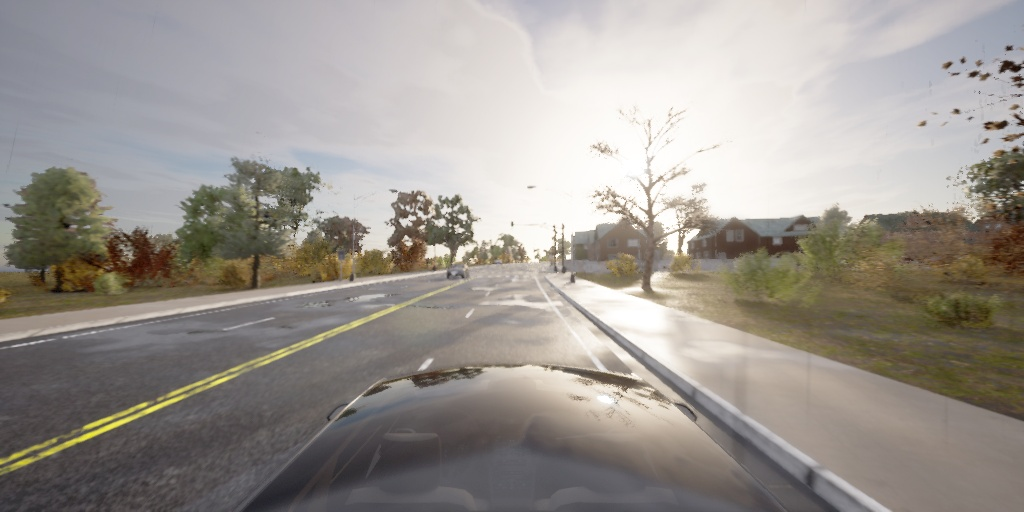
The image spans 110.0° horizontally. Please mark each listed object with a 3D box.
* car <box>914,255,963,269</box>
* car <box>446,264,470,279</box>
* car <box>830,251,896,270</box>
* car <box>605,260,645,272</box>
[{"bbox_3d":[49.242,0.667,41.030,4.902,1.511,2.128,-1,-2,10],"label":"car"},{"bbox_3d":[-5.615,1.585,37.851,2.128,1.511,4.902,0,-1,3],"label":"car"},{"bbox_3d":[38.949,0.497,40.030,5.566,2.045,2.150,-1,-2,10],"label":"car"},{"bbox_3d":[14.089,1.262,44.318,4.902,1.511,2.128,-1,-2,10],"label":"car"}]
